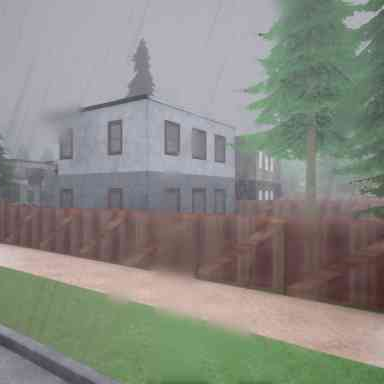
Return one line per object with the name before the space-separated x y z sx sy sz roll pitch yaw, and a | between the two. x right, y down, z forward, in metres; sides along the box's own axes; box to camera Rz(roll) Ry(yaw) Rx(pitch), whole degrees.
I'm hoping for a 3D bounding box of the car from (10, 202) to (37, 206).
car | -15.331 1.578 29.327 1.895 1.301 4.718 0 0 28
